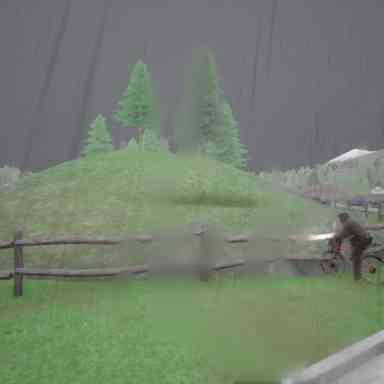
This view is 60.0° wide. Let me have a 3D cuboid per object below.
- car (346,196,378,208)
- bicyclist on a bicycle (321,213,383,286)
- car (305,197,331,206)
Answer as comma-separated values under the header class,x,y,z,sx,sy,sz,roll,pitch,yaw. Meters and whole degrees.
class,x,y,z,sx,sy,sz,roll,pitch,yaw
car,24.803,1.352,48.724,2.097,1.767,4.553,0,0,-16
bicyclist on a bicycle,3.760,1.322,7.851,0.582,1.620,1.656,0,-2,-36
car,20.038,1.505,53.071,1.837,1.490,4.892,0,0,-15
